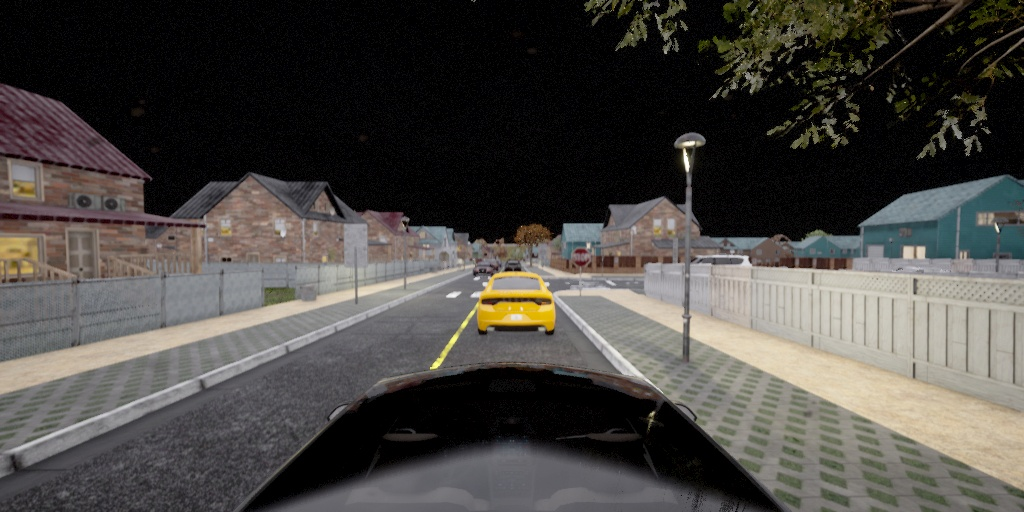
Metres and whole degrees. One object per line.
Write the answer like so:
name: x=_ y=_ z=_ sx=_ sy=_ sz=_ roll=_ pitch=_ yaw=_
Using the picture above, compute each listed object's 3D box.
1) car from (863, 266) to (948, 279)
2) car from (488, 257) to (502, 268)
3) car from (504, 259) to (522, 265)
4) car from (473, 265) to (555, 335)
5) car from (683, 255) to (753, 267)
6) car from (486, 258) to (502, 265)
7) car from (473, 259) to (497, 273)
car: x=25.036 y=1.380 z=22.450 sx=4.674 sy=1.442 sz=1.812 roll=1 pitch=2 yaw=15
car: x=-2.765 y=1.103 z=59.869 sx=2.097 sy=1.767 sz=4.553 roll=0 pitch=0 yaw=0
car: x=0.123 y=1.203 z=41.617 sx=1.837 sy=1.490 sz=4.892 roll=0 pitch=0 yaw=0
car: x=0.117 y=1.199 z=10.432 sx=1.882 sy=1.535 sz=5.008 roll=0 pitch=0 yaw=0
car: x=13.406 y=0.942 z=24.659 sx=5.566 sy=2.045 sz=2.150 roll=1 pitch=2 yaw=8
car: x=-2.811 y=1.059 z=46.839 sx=2.097 sy=1.767 sz=4.553 roll=0 pitch=0 yaw=0
car: x=-2.828 y=1.258 z=36.500 sx=1.994 sy=1.385 sz=4.181 roll=0 pitch=0 yaw=0
